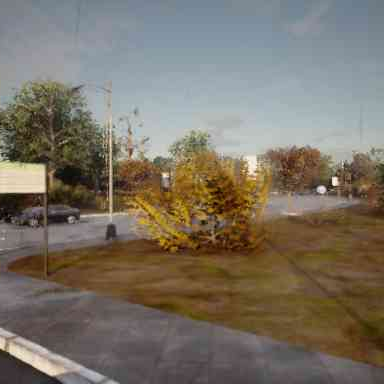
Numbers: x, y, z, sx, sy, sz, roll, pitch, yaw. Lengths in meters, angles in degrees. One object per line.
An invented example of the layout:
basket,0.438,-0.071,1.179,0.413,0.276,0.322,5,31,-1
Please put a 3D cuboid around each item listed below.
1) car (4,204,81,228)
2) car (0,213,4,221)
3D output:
car,-10.667,1.714,24.558,1.837,1.490,4.892,-1,0,39
car,-13.031,1.844,27.204,1.895,1.301,4.718,-1,0,39
